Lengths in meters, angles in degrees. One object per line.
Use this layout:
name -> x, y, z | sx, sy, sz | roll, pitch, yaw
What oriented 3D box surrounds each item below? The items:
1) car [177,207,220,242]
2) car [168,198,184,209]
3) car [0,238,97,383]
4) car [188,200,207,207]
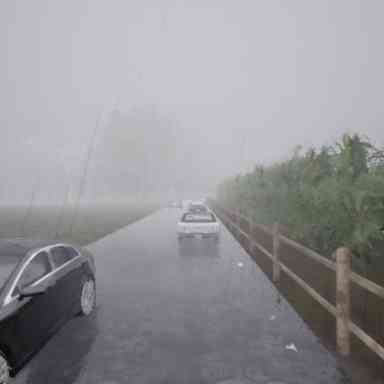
car -> 0.316, 1.614, 16.462 | 1.895, 1.301, 4.718 | 0, 0, 1
car -> -2.210, 1.589, 45.895 | 2.128, 1.511, 4.902 | 0, 0, 1
car -> -2.804, 1.498, 4.670 | 2.128, 1.511, 4.902 | 0, 0, 1
car -> 0.565, 1.578, 34.252 | 1.812, 1.442, 4.674 | 0, 0, 1
